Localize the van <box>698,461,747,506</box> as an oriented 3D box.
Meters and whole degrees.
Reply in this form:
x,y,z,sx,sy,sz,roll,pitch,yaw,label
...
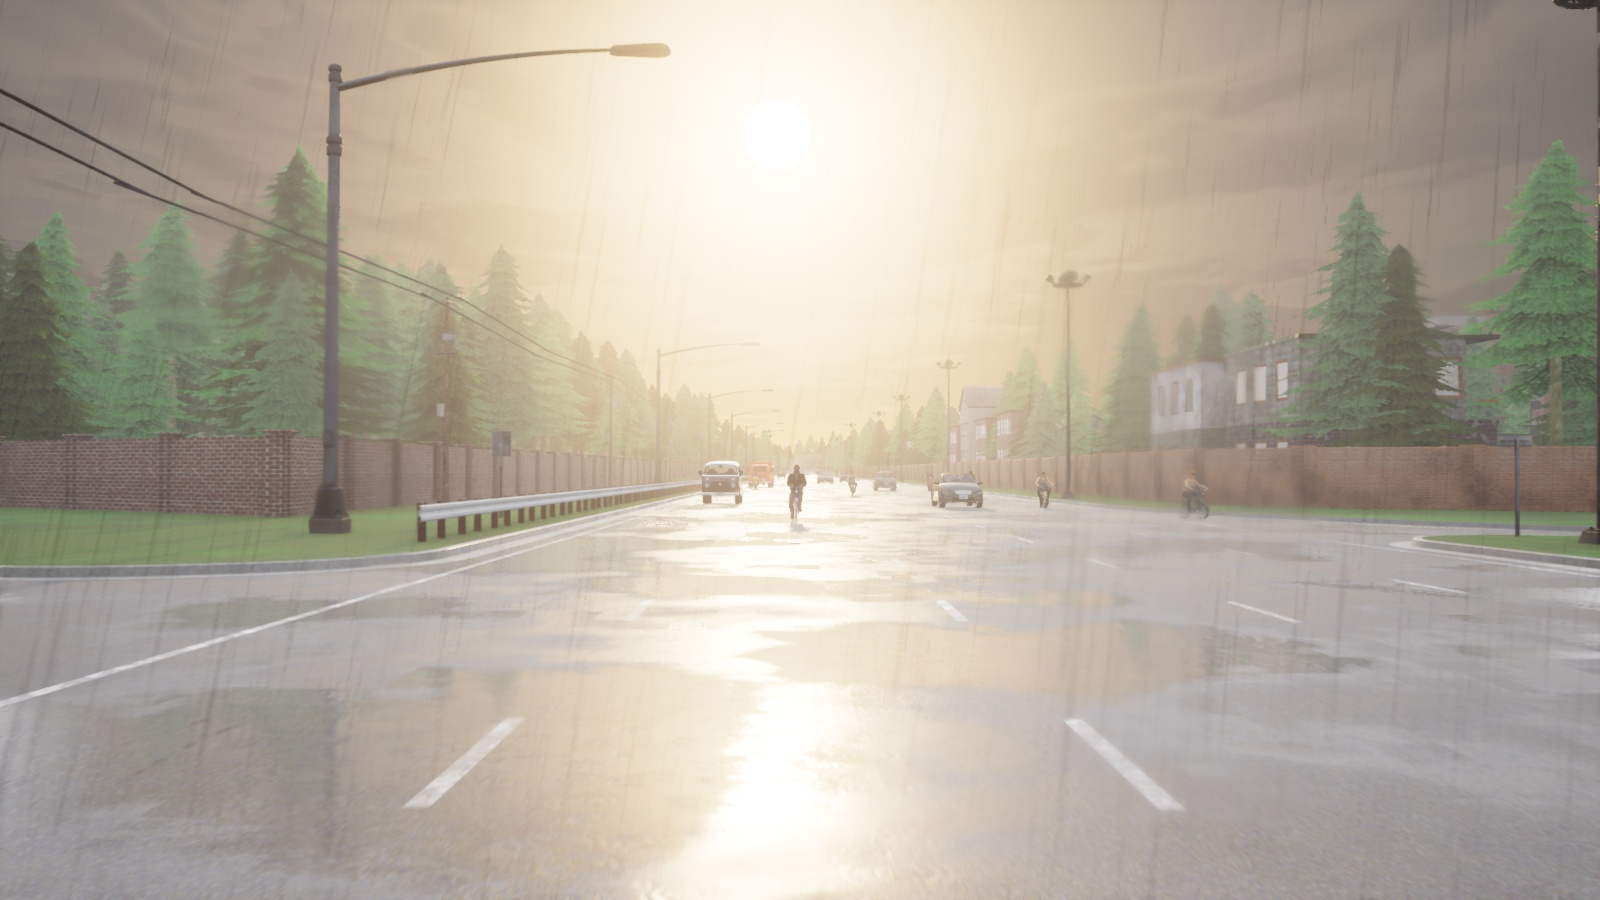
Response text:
x,y,z,sx,sy,sz,roll,pitch,yaw,label
-3.648,1.550,59.595,2.069,2.038,4.480,0,-1,0,van

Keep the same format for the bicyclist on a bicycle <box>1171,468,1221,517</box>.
x,y,z,sx,sy,sz,roll,pitch,yaw,label
13.226,1.401,41.964,0.866,1.612,1.509,1,-1,-20,bicyclist on a bicycle

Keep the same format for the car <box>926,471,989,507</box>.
x,y,z,sx,sy,sz,roll,pitch,yaw,label
6.863,1.665,55.078,2.128,1.511,4.902,0,-1,0,car
